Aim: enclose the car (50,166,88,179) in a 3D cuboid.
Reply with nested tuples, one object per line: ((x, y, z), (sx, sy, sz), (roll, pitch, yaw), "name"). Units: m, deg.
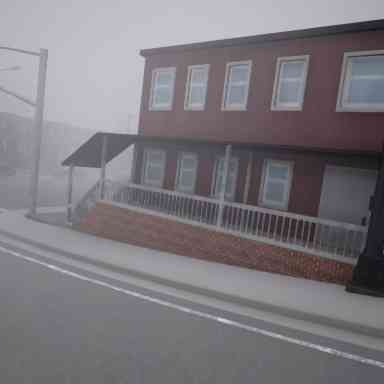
((-14.957, -2.478, 40.600), (1.812, 1.442, 4.674), (10, 6, 36), "car")

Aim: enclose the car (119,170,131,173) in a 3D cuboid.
((-9.186, -2.473, 48.574), (1.812, 1.442, 4.674), (10, 6, 35), "car")

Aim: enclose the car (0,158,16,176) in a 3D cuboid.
((-20.255, -2.657, 33.262), (2.097, 1.767, 4.553), (10, 6, 36), "car")

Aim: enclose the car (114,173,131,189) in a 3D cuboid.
((-5.875, -0.877, 35.130), (1.994, 1.385, 4.181), (10, 6, 35), "car")
